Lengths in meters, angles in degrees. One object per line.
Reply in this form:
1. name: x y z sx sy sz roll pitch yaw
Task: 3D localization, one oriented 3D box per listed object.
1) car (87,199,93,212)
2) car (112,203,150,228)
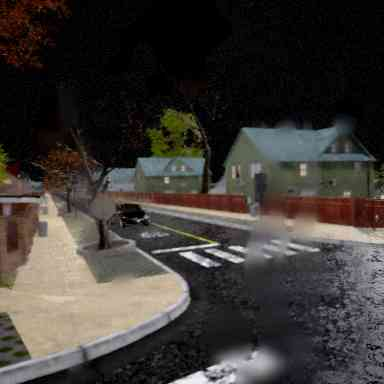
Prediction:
1. car: -11.318 1.510 39.280 1.837 1.490 4.892 -3 1 -23
2. car: -4.326 1.566 23.075 1.837 1.490 4.892 -3 1 -23
